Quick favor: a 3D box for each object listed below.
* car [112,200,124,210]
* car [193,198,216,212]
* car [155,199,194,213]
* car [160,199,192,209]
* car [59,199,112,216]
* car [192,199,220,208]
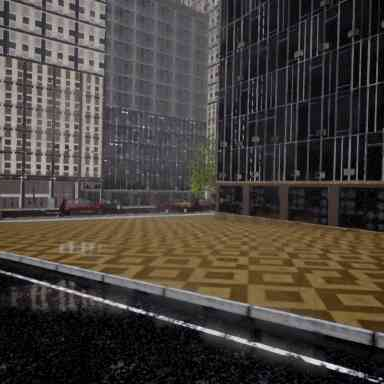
[{"bbox_3d":[-11.640,1.721,45.996,4.403,1.369,2.008,1,1,-34],"label":"car"},{"bbox_3d":[2.170,1.782,45.896,5.009,1.841,2.192,1,1,-34],"label":"car"},{"bbox_3d":[-2.512,1.966,42.697,4.507,1.381,1.887,1,1,-34],"label":"car"},{"bbox_3d":[-2.425,1.785,52.305,4.829,1.417,1.752,1,1,-34],"label":"car"},{"bbox_3d":[-11.862,1.645,36.288,5.009,1.841,2.192,1,1,-34],"label":"car"},{"bbox_3d":[2.392,1.873,55.605,4.313,1.339,1.947,1,1,-34],"label":"car"}]
